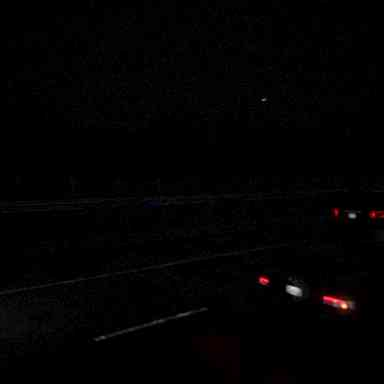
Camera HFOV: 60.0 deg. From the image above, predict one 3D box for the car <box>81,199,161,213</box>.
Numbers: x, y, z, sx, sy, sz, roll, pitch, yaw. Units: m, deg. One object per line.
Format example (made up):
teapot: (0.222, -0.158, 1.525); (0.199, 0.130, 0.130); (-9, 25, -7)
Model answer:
car: (-4.432, 1.267, 22.259); (5.008, 1.535, 1.882); (-2, 1, -35)

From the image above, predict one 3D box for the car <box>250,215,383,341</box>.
car: (3.517, 1.411, 6.222); (5.357, 1.411, 2.033); (-2, 1, -35)

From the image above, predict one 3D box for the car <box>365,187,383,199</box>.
car: (27.276, 0.069, 47.877); (5.008, 1.535, 1.882); (-3, 2, -33)

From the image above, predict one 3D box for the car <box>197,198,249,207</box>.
car: (1.998, 1.167, 22.475); (4.892, 1.490, 1.837); (-2, 1, -35)

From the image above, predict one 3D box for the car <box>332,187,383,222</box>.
car: (8.045, 0.896, 13.654); (5.566, 2.045, 2.150); (-2, 1, -35)
